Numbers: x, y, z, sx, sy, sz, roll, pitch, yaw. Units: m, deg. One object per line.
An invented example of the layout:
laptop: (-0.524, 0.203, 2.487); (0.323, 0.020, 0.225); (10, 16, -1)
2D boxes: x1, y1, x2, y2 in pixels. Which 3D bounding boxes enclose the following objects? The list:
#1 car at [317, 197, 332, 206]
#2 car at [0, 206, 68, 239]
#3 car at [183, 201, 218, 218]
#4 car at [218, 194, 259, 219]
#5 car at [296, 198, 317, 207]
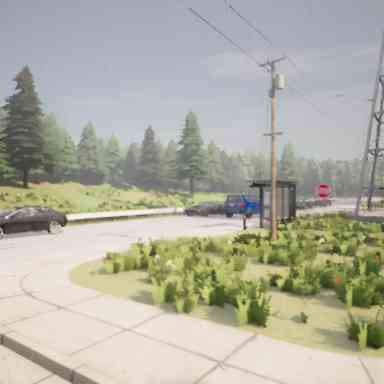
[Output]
car: (19.613, 1.517, 50.052); (1.812, 1.442, 4.674); (0, 0, 36)
car: (-8.748, 1.480, 16.874); (2.128, 1.511, 4.902); (0, 0, 36)
car: (1.425, 1.537, 30.834); (2.033, 1.411, 5.357); (0, 0, 36)
car: (4.866, 1.213, 29.485); (2.150, 2.045, 5.566); (0, 0, 36)
car: (13.855, 1.556, 41.977); (1.994, 1.385, 4.181); (0, 0, 36)
